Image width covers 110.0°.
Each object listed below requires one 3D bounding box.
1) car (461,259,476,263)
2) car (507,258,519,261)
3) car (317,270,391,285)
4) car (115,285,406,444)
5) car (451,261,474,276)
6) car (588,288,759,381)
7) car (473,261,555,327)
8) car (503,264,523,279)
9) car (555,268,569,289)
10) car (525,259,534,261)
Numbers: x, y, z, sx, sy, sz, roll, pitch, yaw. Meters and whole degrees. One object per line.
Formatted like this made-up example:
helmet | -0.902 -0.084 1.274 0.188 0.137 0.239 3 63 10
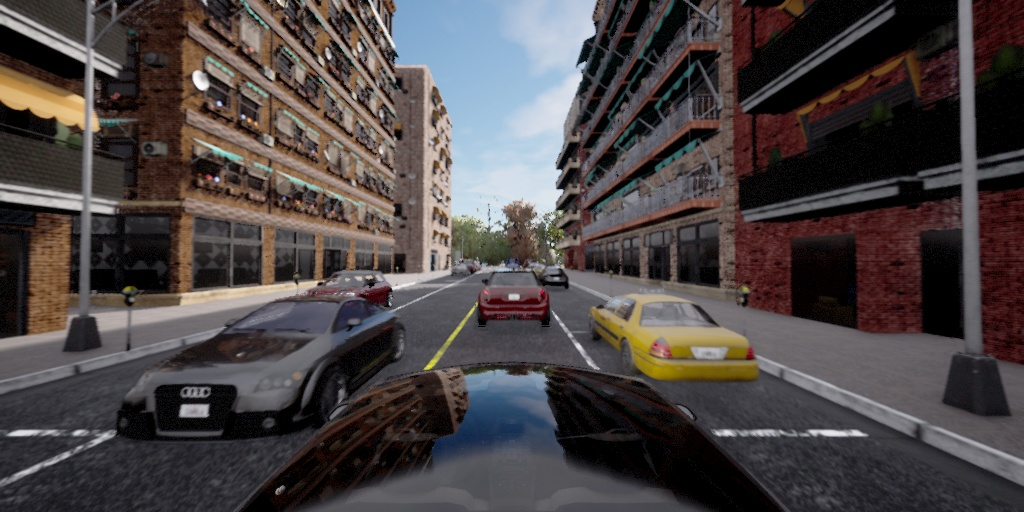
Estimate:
car | -5.816 1.345 46.071 2.192 1.841 5.009 0 0 0
car | 0.105 1.312 55.469 2.150 2.045 5.566 0 0 0
car | -5.707 1.258 12.663 1.967 1.591 4.097 0 0 0
car | -3.100 1.338 5.493 1.994 1.385 4.181 0 0 0
car | -5.816 1.545 40.504 2.007 1.370 4.403 0 0 0
car | 2.701 1.309 7.232 1.751 1.417 4.829 0 0 0
car | 0.039 1.166 12.021 2.097 1.767 4.553 0 0 0
car | 0.104 1.539 37.370 1.994 1.385 4.181 0 0 0
car | 2.765 1.458 24.408 1.948 1.339 4.313 0 0 0
car | 2.833 1.417 57.173 2.192 1.841 5.009 0 0 0
